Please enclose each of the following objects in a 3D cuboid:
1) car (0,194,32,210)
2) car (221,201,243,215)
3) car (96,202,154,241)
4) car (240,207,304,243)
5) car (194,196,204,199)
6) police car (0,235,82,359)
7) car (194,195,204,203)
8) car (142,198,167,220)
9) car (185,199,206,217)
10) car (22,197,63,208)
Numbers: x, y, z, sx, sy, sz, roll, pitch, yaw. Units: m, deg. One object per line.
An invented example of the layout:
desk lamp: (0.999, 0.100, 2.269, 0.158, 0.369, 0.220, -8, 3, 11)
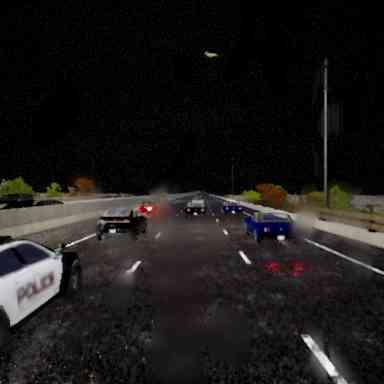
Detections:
car: (-17.260, 1.208, 32.014, 2.150, 2.045, 5.566, 0, 0, 1)
car: (3.974, 1.598, 33.773, 1.895, 1.301, 4.718, 0, 0, 1)
car: (-3.402, 1.486, 16.767, 2.128, 1.511, 4.902, 0, 0, 1)
car: (3.697, 1.597, 15.941, 1.895, 1.301, 4.718, 0, 0, 1)
car: (0.980, 1.607, 53.534, 1.895, 1.301, 4.718, 0, 0, 2)
police car: (-3.485, 1.501, 5.799, 2.038, 1.542, 4.974, 0, 0, 0)
car: (1.505, 1.553, 74.148, 2.128, 1.511, 4.902, 0, 0, 2)
car: (-3.249, 1.346, 27.704, 2.097, 1.767, 4.553, 0, 0, 1)
car: (0.353, 1.596, 31.170, 1.895, 1.301, 4.718, 0, 0, 1)
car: (-13.763, 1.493, 31.680, 1.837, 1.490, 4.892, 0, 0, 1)
